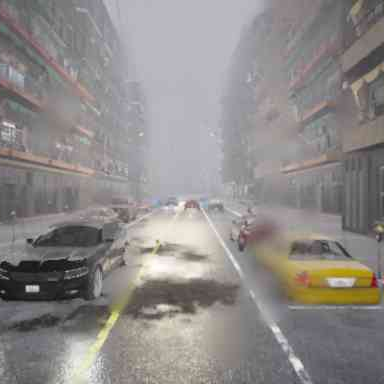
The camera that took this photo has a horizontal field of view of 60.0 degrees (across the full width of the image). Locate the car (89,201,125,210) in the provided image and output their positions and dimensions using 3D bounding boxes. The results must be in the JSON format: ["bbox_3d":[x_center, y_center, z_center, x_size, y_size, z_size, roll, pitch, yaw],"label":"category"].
[{"bbox_3d":[-5.358,1.488,18.978,1.752,1.417,4.829,1,0,0],"label":"car"}]

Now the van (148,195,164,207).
[{"bbox_3d":[-5.385,1.253,47.502,1.690,1.788,3.998,1,0,0],"label":"van"}]

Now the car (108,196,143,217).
[{"bbox_3d":[-5.372,1.267,24.818,2.192,1.841,5.009,1,0,0],"label":"car"}]

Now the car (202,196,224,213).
[{"bbox_3d":[2.487,1.482,36.208,2.008,1.369,4.403,1,0,0],"label":"car"}]

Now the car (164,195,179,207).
[{"bbox_3d":[-2.949,1.415,48.625,1.837,1.490,4.892,0,0,0],"label":"car"}]

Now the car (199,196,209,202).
[{"bbox_3d":[2.406,1.445,70.233,1.947,1.339,4.313,1,0,0],"label":"car"}]

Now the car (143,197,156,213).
[{"bbox_3d":[-5.372,1.513,36.161,1.802,1.307,4.206,1,0,0],"label":"car"}]

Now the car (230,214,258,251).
[{"bbox_3d":[2.540,1.555,13.525,1.802,1.307,4.206,1,0,0],"label":"car"}]

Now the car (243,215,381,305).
[{"bbox_3d":[2.554,1.509,8.024,1.752,1.417,4.829,1,0,0],"label":"car"}]

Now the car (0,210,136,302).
[{"bbox_3d":[-2.871,1.460,8.478,1.882,1.535,5.008,0,0,0],"label":"car"}]

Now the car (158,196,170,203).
[{"bbox_3d":[-5.428,1.437,64.515,2.008,1.369,4.403,1,0,0],"label":"car"}]

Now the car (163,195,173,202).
[{"bbox_3d":[-5.455,1.416,75.857,1.887,1.381,4.507,1,0,0],"label":"car"}]

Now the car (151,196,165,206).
[{"bbox_3d":[-5.401,1.448,53.173,1.887,1.381,4.507,1,0,0],"label":"car"}]

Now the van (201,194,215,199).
[{"bbox_3d":[2.462,1.254,47.549,1.690,1.788,3.998,1,0,0],"label":"van"}]

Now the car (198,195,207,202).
[{"bbox_3d":[2.392,1.417,75.904,1.887,1.381,4.507,1,0,0],"label":"car"}]

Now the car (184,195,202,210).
[{"bbox_3d":[0.002,1.449,41.001,1.812,1.442,4.674,0,0,0],"label":"car"}]
